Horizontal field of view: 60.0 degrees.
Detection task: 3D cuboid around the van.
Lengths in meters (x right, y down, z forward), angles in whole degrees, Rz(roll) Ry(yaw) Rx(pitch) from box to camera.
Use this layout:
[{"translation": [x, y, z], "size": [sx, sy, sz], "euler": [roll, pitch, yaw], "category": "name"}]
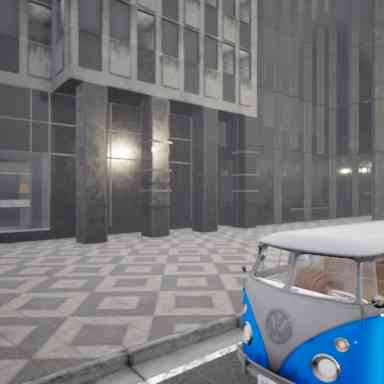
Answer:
[{"translation": [2.384, 1.343, 4.505], "size": [3.998, 1.788, 1.690], "euler": [0, 0, -38], "category": "van"}]
